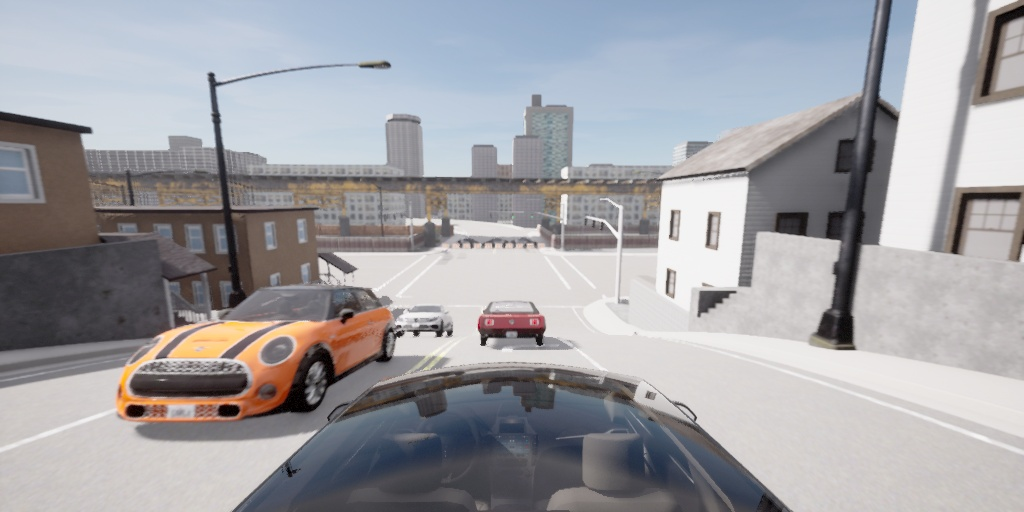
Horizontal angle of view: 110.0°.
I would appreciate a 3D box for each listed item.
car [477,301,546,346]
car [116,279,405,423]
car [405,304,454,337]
[{"bbox_3d":[-0.037,2.149,11.832,1.895,1.301,4.718,0,-9,-1],"label":"car"},{"bbox_3d":[-3.643,1.279,6.205,2.097,1.767,4.553,0,-4,-1],"label":"car"},{"bbox_3d":[-3.756,2.882,16.181,1.812,1.442,4.674,0,-12,-1],"label":"car"}]
